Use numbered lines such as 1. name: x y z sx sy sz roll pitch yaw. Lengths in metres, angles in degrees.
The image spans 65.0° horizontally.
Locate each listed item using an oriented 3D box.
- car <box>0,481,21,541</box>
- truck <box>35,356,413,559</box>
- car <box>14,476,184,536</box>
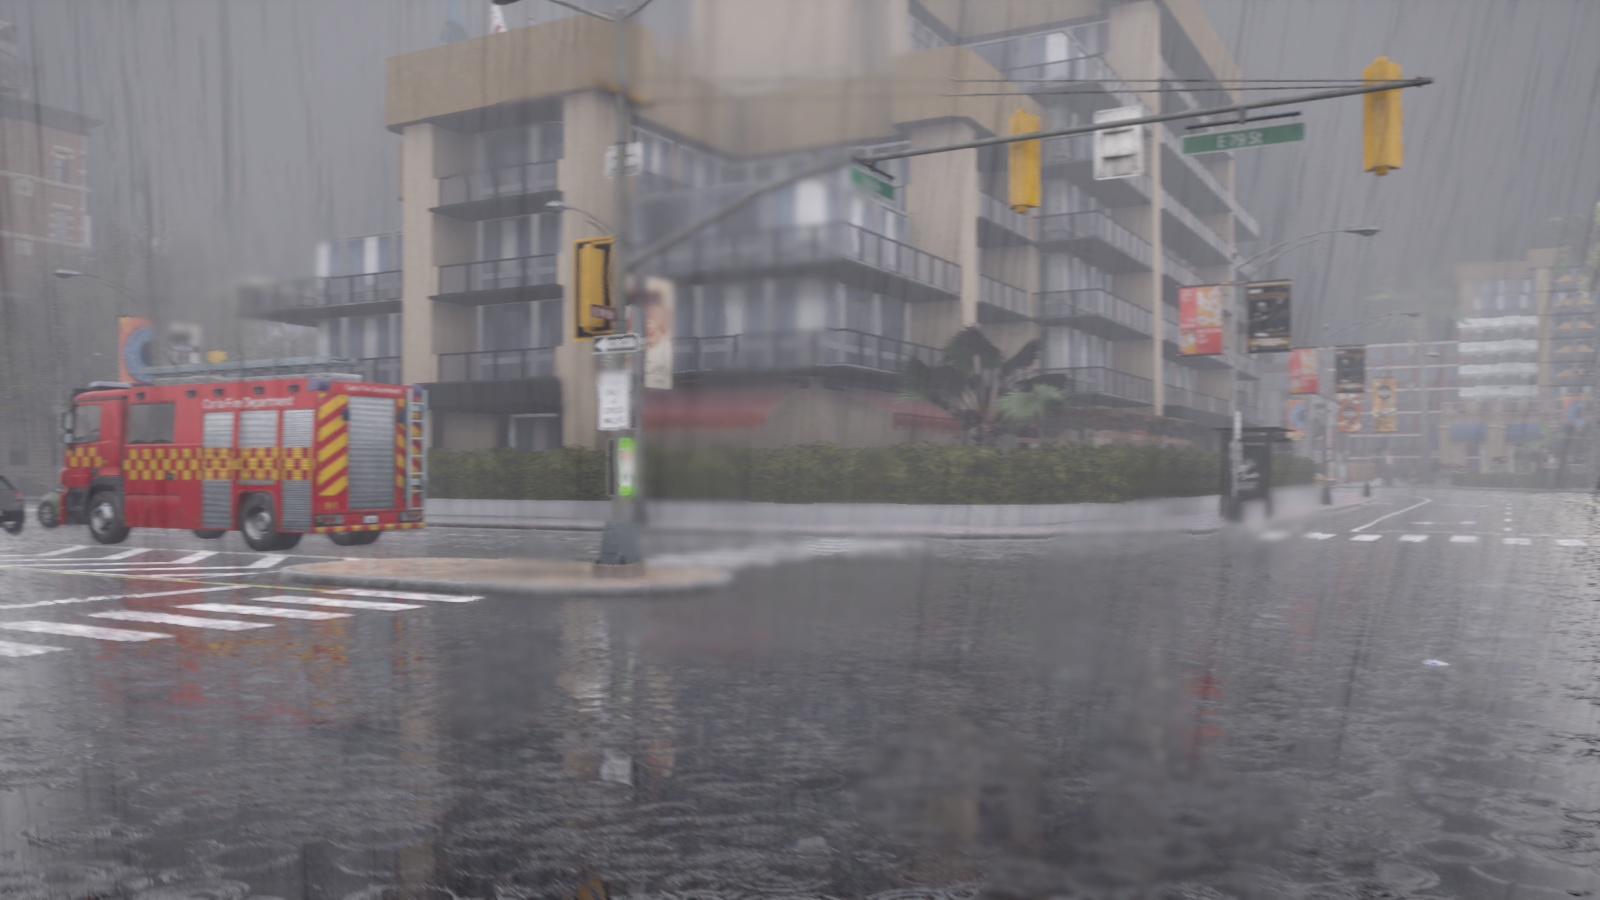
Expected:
1. car: -21.918 1.560 32.122 3.633 1.501 1.845 -1 -1 29
2. truck: -12.494 0.214 26.998 8.468 3.827 2.891 -1 -1 29
3. car: -19.389 1.515 34.729 4.514 1.525 2.007 -1 -1 29
